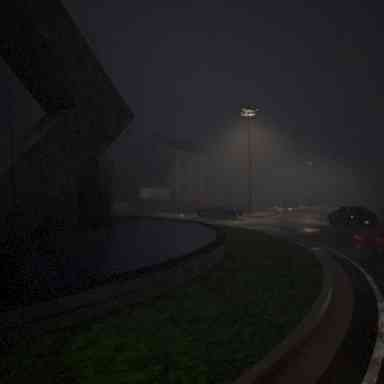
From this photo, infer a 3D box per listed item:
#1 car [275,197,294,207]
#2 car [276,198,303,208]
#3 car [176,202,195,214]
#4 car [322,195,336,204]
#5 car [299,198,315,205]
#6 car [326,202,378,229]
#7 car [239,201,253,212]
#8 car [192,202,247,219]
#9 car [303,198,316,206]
[{"bbox_3d":[18.063,1.900,64.774,2.097,1.767,4.553,-1,-1,37],"label":"car"},{"bbox_3d":[16.745,1.827,57.153,2.097,1.767,4.553,-1,-1,37],"label":"car"},{"bbox_3d":[0.026,2.024,43.742,4.674,1.442,1.812,0,-1,-39],"label":"car"},{"bbox_3d":[32.116,1.769,77.877,2.150,2.045,5.566,-1,-1,37],"label":"car"},{"bbox_3d":[26.204,2.065,75.767,1.882,1.535,5.008,-1,-1,37],"label":"car"},{"bbox_3d":[10.797,1.673,22.552,1.812,1.442,4.674,-1,-1,4],"label":"car"},{"bbox_3d":[5.659,2.007,44.010,4.181,1.385,1.994,0,-1,-43],"label":"car"},{"bbox_3d":[2.663,1.949,32.816,4.718,1.301,1.895,-1,-1,43],"label":"car"},{"bbox_3d":[23.118,2.006,65.716,1.837,1.490,4.892,-1,-1,37],"label":"car"}]
